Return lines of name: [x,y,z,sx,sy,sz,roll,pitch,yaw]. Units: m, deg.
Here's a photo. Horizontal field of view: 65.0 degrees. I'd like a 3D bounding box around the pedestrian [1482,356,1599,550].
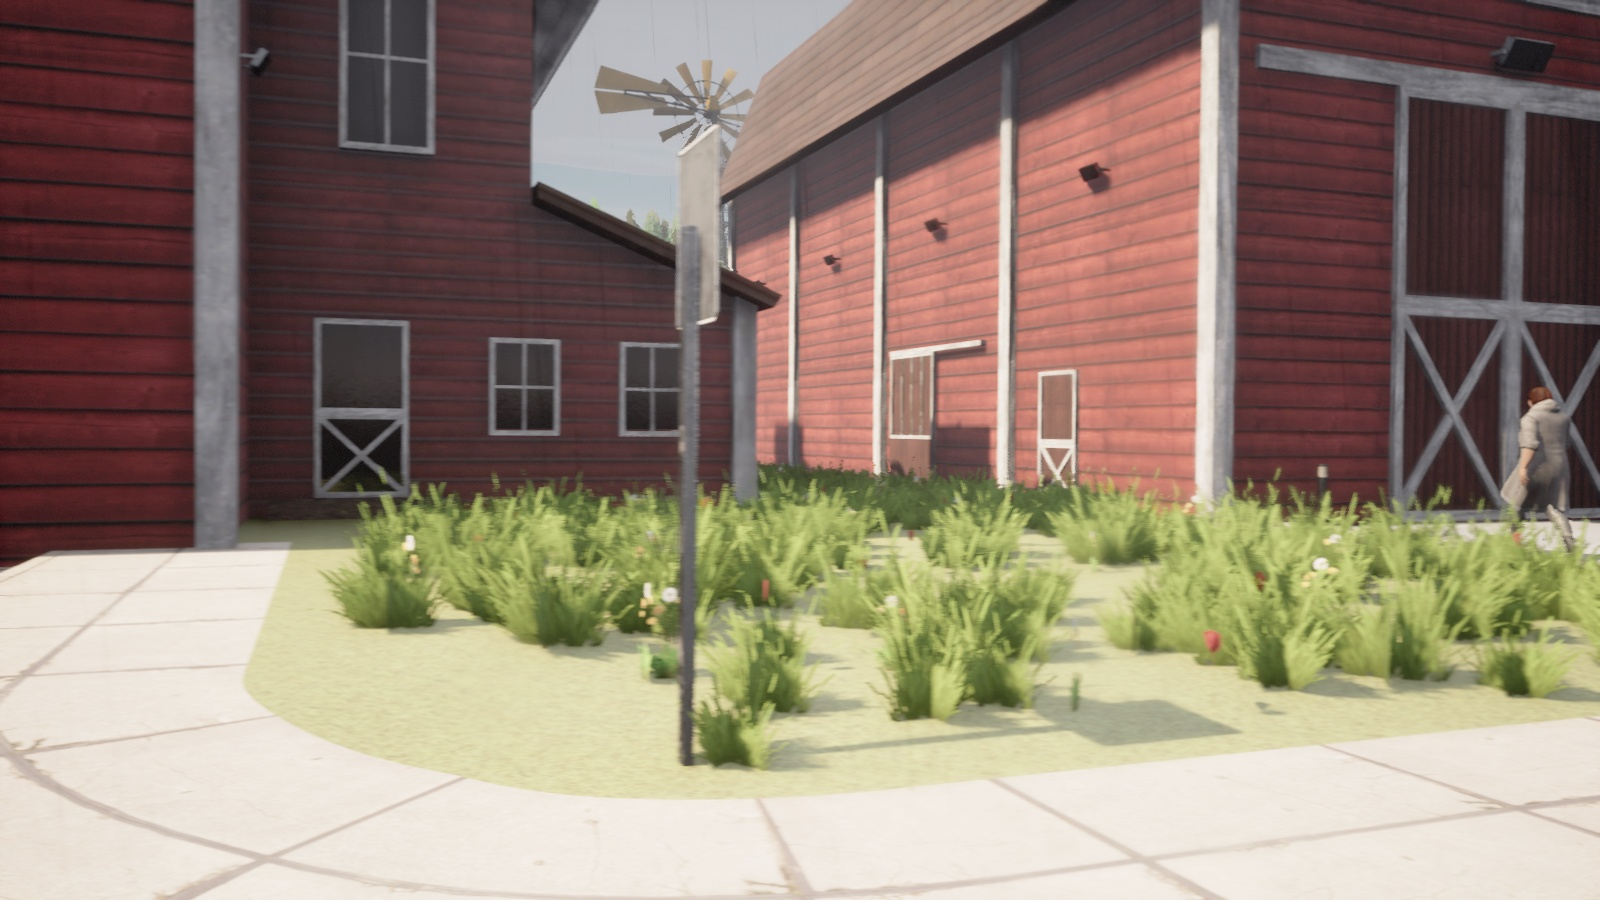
pedestrian: [7.748,0.024,13.144,0.659,1.952,0.873,-1,1,-10]
